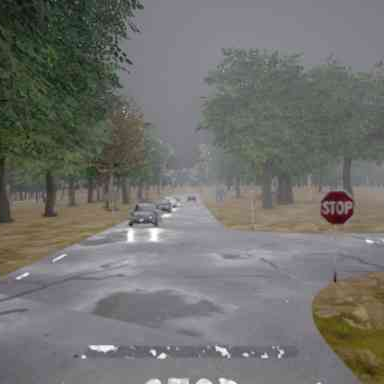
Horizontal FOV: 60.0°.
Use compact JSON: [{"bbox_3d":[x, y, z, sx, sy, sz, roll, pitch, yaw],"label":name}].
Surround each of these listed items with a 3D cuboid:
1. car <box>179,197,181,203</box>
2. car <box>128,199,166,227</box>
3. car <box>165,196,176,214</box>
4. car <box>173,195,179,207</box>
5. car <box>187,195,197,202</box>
[{"bbox_3d":[-3.052,1.351,61.930,1.812,1.442,4.674,0,0,0],"label":"car"},{"bbox_3d":[-3.118,1.476,22.832,1.837,1.490,4.892,0,0,0],"label":"car"},{"bbox_3d":[-3.120,1.496,35.687,2.033,1.411,5.357,0,0,0],"label":"car"},{"bbox_3d":[-3.123,1.433,46.404,1.812,1.442,4.674,0,0,0],"label":"car"},{"bbox_3d":[-0.053,1.287,67.623,1.837,1.490,4.892,0,0,0],"label":"car"}]
